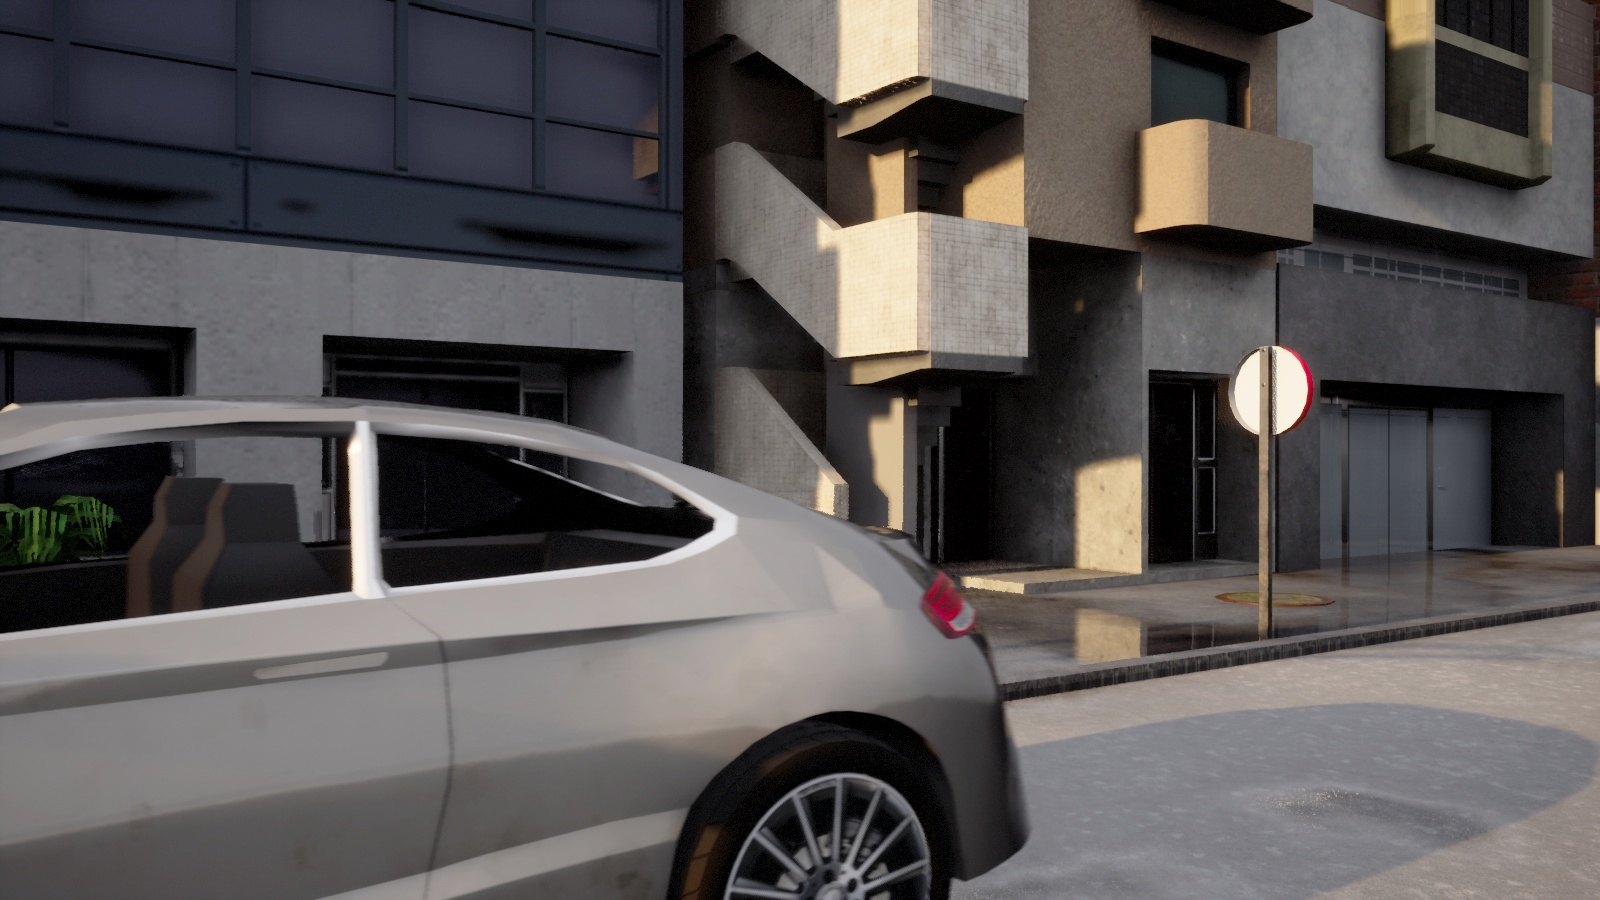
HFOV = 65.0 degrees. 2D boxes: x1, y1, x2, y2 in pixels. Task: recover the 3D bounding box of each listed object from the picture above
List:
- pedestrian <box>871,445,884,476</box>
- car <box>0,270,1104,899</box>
[{"bbox_3d":[4.513,0.616,73.200,0.402,1.842,0.726,0,0,-36],"label":"pedestrian"},{"bbox_3d":[-1.818,0.535,3.001,5.027,1.651,2.152,0,0,-35],"label":"car"}]
